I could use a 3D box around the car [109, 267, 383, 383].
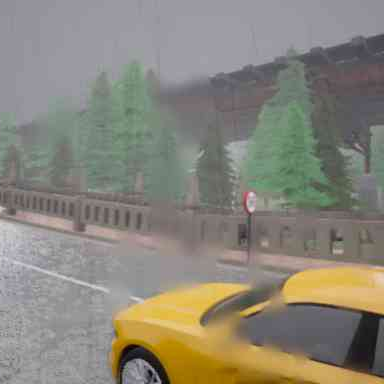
[{"bbox_3d":[1.366,1.475,3.018,5.008,1.535,1.882,0,0,36],"label":"car"}]
